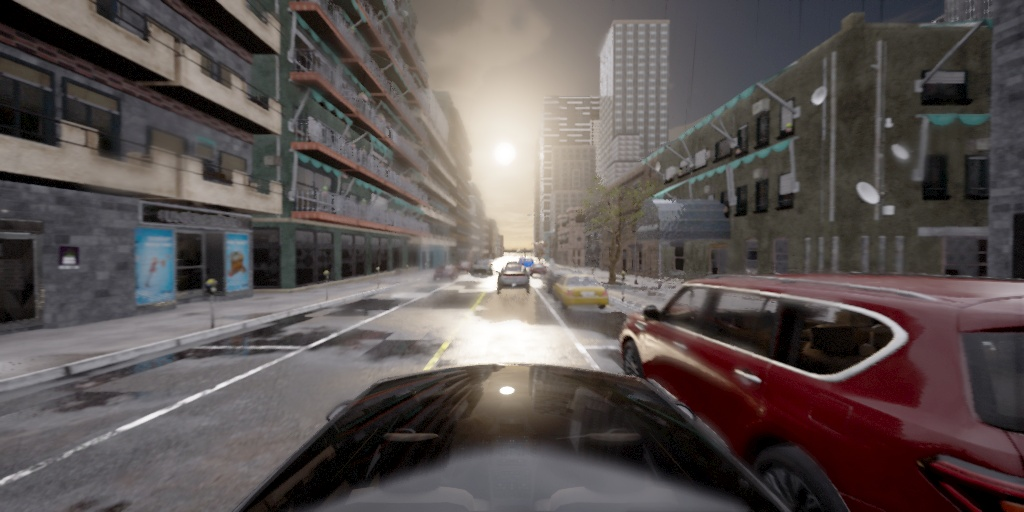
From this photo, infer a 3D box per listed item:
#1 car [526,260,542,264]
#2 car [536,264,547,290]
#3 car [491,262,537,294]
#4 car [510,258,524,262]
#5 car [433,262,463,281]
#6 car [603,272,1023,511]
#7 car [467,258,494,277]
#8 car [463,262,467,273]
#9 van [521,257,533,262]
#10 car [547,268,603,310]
[{"bbox_3d":[2.688,1.401,36.986,1.802,1.307,4.207,0,0,0],"label":"car"},{"bbox_3d":[2.693,1.339,20.246,2.007,1.370,4.403,0,0,0],"label":"car"},{"bbox_3d":[0.096,1.283,20.819,2.128,1.511,4.902,0,0,0],"label":"car"},{"bbox_3d":[0.097,1.329,39.944,1.837,1.490,4.892,0,0,0],"label":"car"},{"bbox_3d":[-5.693,1.392,31.361,1.802,1.307,4.207,0,0,0],"label":"car"},{"bbox_3d":[2.656,1.069,3.507,2.192,1.841,5.009,0,0,0],"label":"car"},{"bbox_3d":[-3.066,1.171,37.225,2.097,1.767,4.553,0,0,0],"label":"car"},{"bbox_3d":[-5.693,1.374,42.521,1.888,1.381,4.507,0,0,0],"label":"car"},{"bbox_3d":[2.687,1.195,59.306,1.690,1.789,3.998,0,0,0],"label":"van"},{"bbox_3d":[2.680,1.303,14.837,1.751,1.417,4.829,0,0,0],"label":"car"}]
